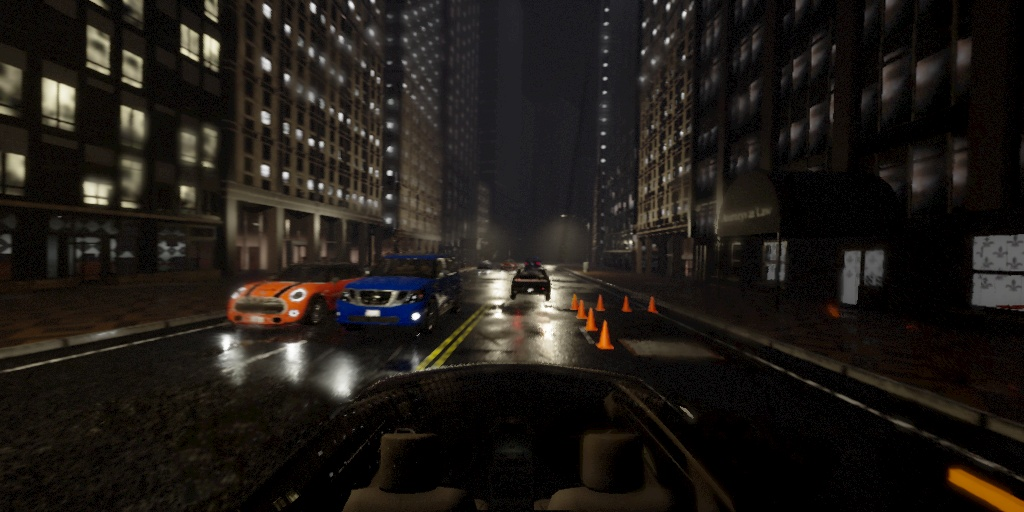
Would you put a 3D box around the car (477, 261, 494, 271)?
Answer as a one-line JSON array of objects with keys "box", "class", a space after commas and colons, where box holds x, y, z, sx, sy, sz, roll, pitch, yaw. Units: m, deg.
[{"box": [-3.725, 1.368, 51.521, 2.033, 1.411, 5.357, 1, 0, 4], "class": "car"}]

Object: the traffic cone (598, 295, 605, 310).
[{"box": [3.477, 1.823, 14.134, 0.340, 0.580, 0.340, 0, 0, 3], "class": "traffic cone"}]

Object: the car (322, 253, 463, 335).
[{"box": [-2.931, 0.934, 10.751, 2.150, 2.045, 5.566, 1, 0, 3], "class": "car"}]

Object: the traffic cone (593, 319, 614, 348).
[{"box": [2.121, 1.774, 8.206, 0.340, 0.580, 0.340, 0, 0, 3], "class": "traffic cone"}]

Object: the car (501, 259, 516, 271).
[{"box": [-0.446, 1.248, 51.895, 2.097, 1.767, 4.553, 1, 0, 4], "class": "car"}]

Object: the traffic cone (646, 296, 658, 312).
[{"box": [5.473, 1.867, 14.016, 0.340, 0.580, 0.340, 0, 0, 3], "class": "traffic cone"}]

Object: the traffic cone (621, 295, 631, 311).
[{"box": [4.475, 1.845, 14.076, 0.340, 0.580, 0.340, 0, 0, 3], "class": "traffic cone"}]

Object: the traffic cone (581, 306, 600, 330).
[{"box": [2.240, 1.783, 10.203, 0.340, 0.580, 0.340, 0, 0, 3], "class": "traffic cone"}]

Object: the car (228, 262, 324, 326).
[{"box": [-6.167, 0.992, 11.121, 2.097, 1.767, 4.553, 1, 0, 3], "class": "car"}]

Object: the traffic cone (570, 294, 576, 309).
[{"box": [2.479, 1.800, 14.195, 0.340, 0.580, 0.340, 0, 0, 3], "class": "traffic cone"}]

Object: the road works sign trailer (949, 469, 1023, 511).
[{"box": [3.089, 0.282, 1.164, 2.380, 3.560, 2.880, 0, 0, 4], "class": "road works sign trailer"}]

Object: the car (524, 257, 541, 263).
[{"box": [2.799, 1.180, 48.823, 2.150, 2.045, 5.566, 1, 0, 3], "class": "car"}]

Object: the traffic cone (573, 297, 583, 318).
[{"box": [2.360, 1.792, 12.199, 0.340, 0.580, 0.340, 0, 0, 3], "class": "traffic cone"}]

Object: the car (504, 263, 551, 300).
[{"box": [0.968, 1.315, 18.284, 2.128, 1.511, 4.902, 1, 0, 3], "class": "car"}]
